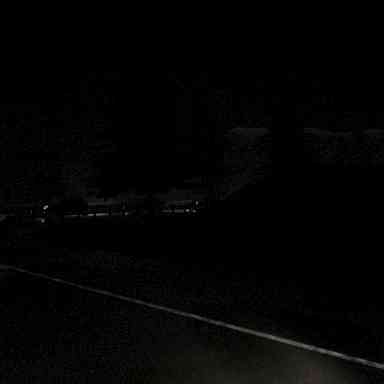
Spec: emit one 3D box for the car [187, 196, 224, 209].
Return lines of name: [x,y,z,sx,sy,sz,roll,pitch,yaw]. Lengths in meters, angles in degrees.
car: [1.742,1.276,41.526,4.553,1.767,2.097,0,0,-35]

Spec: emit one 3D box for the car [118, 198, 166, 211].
car: [-5.935,1.448,39.885,5.357,1.411,2.033,0,0,-42]

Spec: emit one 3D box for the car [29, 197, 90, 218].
car: [-11.389,1.260,29.373,2.097,1.767,4.553,0,0,41]

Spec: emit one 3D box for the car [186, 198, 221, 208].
car: [1.630,1.514,45.774,4.718,1.301,1.895,0,0,-35]

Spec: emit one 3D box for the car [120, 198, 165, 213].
car: [-5.184,1.406,35.789,4.902,1.511,2.128,0,0,-42]
